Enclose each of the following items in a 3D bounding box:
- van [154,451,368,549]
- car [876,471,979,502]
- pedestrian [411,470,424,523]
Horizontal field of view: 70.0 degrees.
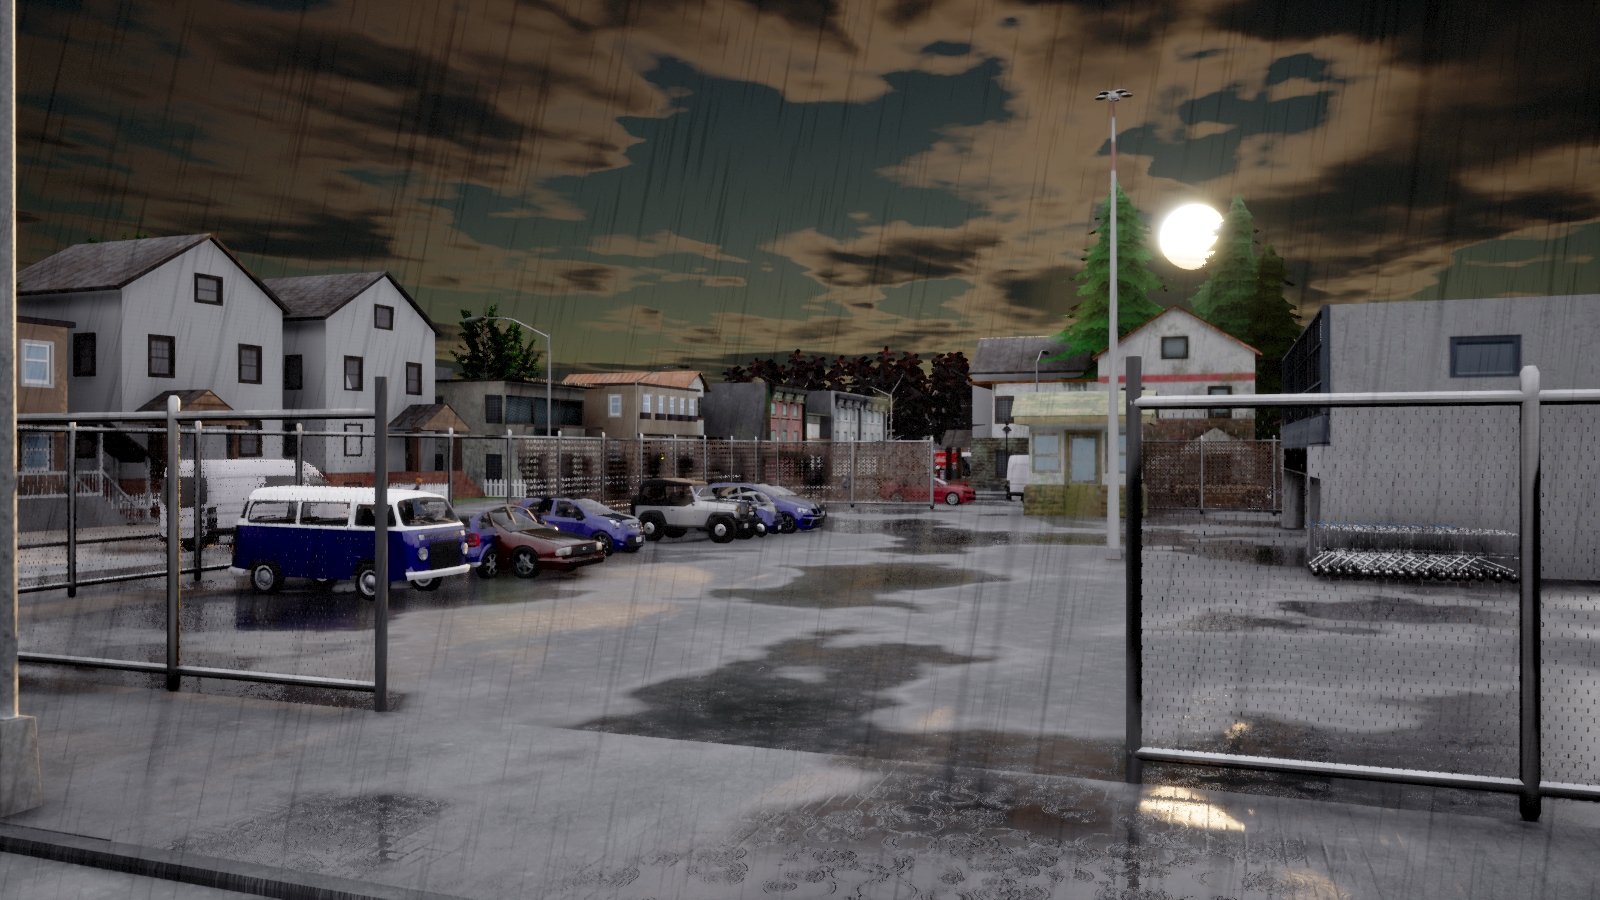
[{"bbox_3d":[-15.366,1.319,33.059,1.988,2.561,5.915,0,0,20],"label":"van"},{"bbox_3d":[6.523,1.843,58.394,4.892,1.480,2.231,0,0,19],"label":"car"},{"bbox_3d":[-13.499,1.633,40.352,0.375,1.860,0.375,0,0,-27],"label":"pedestrian"}]
